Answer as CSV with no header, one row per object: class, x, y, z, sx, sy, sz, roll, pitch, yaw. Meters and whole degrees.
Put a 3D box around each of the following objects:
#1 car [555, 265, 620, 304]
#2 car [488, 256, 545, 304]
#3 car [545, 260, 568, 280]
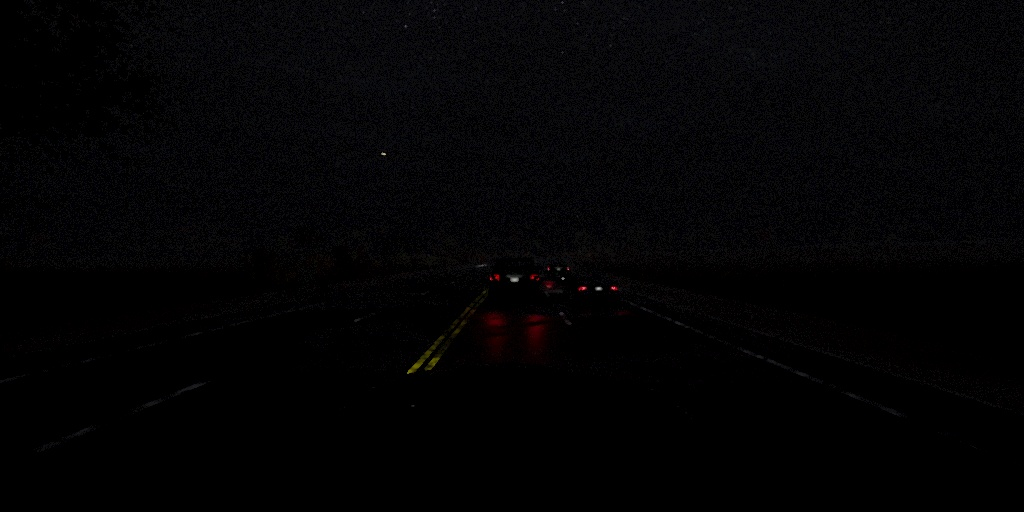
car,3.406,1.311,16.371,2.033,1.411,5.357,0,0,1
car,0.158,1.006,16.469,2.150,2.045,5.566,0,0,1
car,3.876,1.105,31.229,2.097,1.767,4.553,0,0,2
